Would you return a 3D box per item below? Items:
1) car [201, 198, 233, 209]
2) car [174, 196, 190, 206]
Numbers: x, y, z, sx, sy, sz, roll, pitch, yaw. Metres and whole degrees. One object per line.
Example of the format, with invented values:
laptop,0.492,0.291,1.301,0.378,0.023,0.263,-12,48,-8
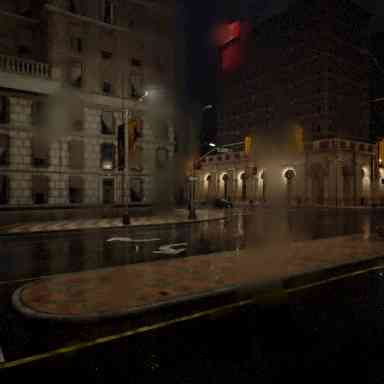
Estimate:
car,3.439,1.547,46.936,2.033,1.411,5.357,0,0,-36
car,-2.131,1.525,54.791,1.812,1.442,4.674,0,0,-35
